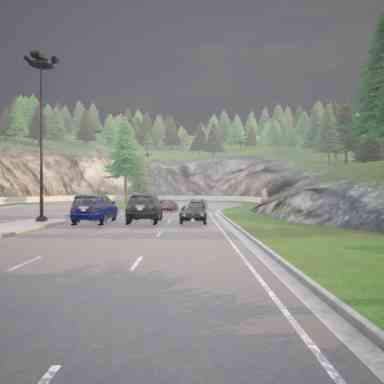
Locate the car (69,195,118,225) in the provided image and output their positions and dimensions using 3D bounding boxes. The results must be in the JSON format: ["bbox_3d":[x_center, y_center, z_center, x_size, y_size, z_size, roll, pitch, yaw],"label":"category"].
[{"bbox_3d":[-6.920,1.223,23.920,2.150,2.045,5.566,0,0,0],"label":"car"}]

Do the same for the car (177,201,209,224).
[{"bbox_3d":[0.084,1.600,24.834,1.895,1.301,4.718,0,0,0],"label":"car"}]

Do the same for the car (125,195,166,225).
[{"bbox_3d":[-3.406,1.217,24.236,2.150,2.045,5.566,0,-1,-1],"label":"car"}]

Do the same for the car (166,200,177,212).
[{"bbox_3d":[-2.796,1.564,38.323,1.994,1.385,4.181,0,0,7],"label":"car"}]

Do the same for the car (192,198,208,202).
[{"bbox_3d":[0.816,1.492,38.874,2.128,1.511,4.902,0,0,9],"label":"car"}]
